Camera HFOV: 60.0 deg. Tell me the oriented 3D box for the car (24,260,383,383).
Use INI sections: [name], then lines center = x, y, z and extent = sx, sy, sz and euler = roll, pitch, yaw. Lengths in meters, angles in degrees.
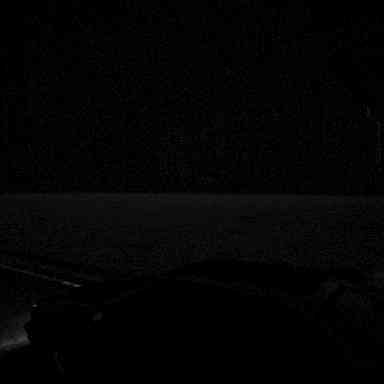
[car]
center = 0.359, 1.540, 3.714
extent = 5.357, 1.411, 2.033
euler = 0, 0, 35
